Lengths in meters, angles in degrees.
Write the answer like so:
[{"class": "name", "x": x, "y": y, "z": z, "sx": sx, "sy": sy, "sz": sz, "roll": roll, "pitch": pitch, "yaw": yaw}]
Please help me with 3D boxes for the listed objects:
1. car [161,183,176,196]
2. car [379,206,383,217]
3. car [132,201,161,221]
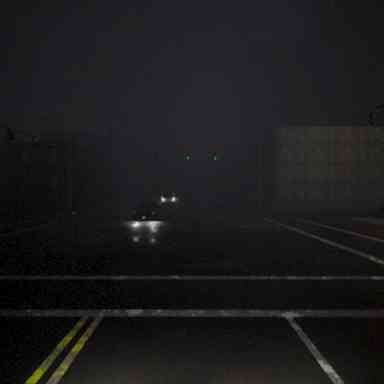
[{"class": "car", "x": -3.580, "y": -0.436, "z": 51.468, "sx": 2.097, "sy": 1.767, "sz": 4.553, "roll": 0, "pitch": 9, "yaw": 0}, {"class": "car", "x": 17.938, "y": 1.400, "z": 27.157, "sx": 5.008, "sy": 1.535, "sz": 1.882, "roll": 0, "pitch": 0, "yaw": 0}, {"class": "car", "x": -3.542, "y": 1.472, "z": 27.062, "sx": 2.033, "sy": 1.411, "sz": 5.357, "roll": 0, "pitch": 0, "yaw": 0}]
